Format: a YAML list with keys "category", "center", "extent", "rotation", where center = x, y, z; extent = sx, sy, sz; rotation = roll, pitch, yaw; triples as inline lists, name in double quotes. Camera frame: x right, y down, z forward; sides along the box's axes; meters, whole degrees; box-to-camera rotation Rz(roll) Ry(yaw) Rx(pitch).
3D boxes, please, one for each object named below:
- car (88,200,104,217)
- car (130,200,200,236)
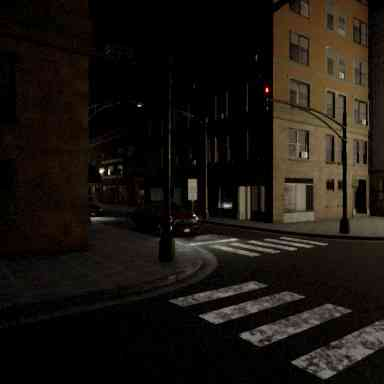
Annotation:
- category: "car"
  center: [-9.526, 1.392, 29.171]
  extent: [2.033, 1.411, 5.357]
  rotation: [0, 0, -35]
- category: "car"
  center: [-1.546, 1.269, 17.984]
  extent: [2.097, 1.767, 4.553]
  rotation: [0, 0, -36]
